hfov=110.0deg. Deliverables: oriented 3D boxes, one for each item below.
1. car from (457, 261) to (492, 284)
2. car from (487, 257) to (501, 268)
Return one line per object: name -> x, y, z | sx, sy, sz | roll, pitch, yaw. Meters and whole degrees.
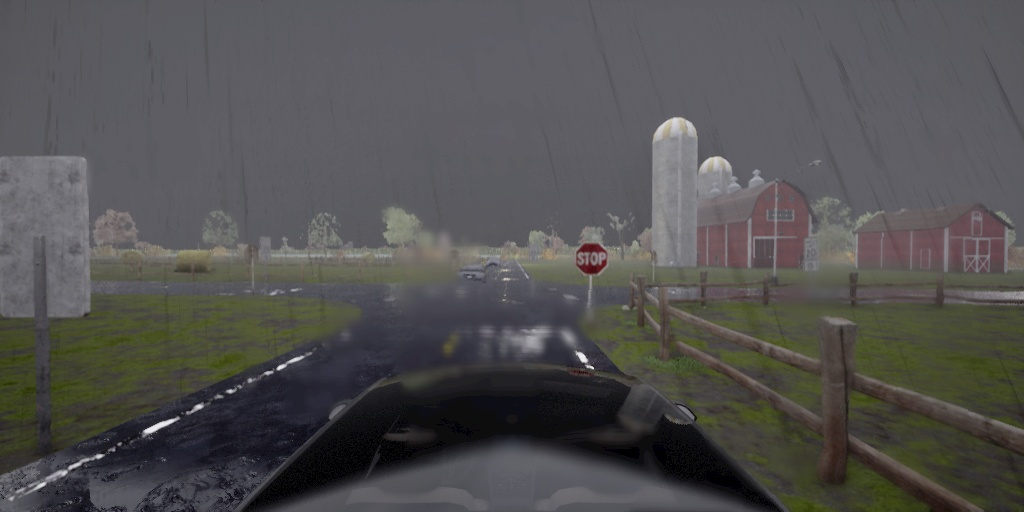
car -> -2.742, 1.255, 25.943 | 1.994, 1.385, 4.181 | 0, 0, 0
car -> -2.733, 0.889, 54.046 | 2.097, 1.767, 4.553 | 0, 0, 0
